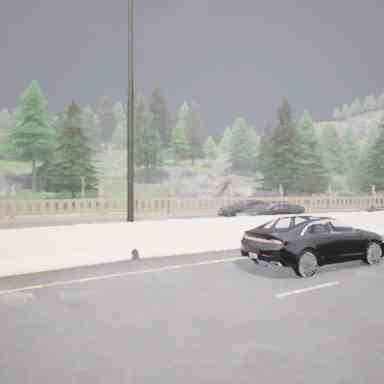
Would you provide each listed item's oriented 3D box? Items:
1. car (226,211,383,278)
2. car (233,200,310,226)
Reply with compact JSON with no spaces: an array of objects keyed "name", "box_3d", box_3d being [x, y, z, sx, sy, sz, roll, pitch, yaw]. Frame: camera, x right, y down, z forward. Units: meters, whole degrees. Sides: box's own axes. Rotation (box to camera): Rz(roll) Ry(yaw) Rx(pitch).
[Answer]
[{"name":"car","box_3d":[3.701,1.450,9.941,4.902,1.511,2.128,0,0,-30]},{"name":"car","box_3d":[5.503,1.395,22.908,4.902,1.511,2.128,0,0,-25]}]
